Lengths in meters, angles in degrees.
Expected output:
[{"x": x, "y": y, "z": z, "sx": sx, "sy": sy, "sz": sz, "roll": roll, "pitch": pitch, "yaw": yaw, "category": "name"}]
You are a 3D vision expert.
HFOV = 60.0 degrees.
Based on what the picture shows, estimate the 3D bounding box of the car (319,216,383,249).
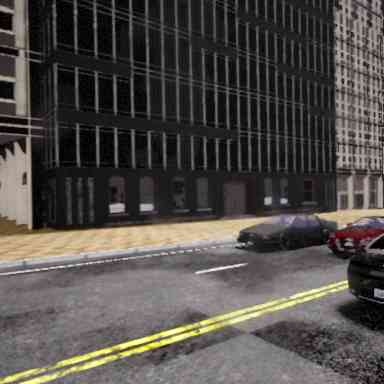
[{"x": 7.108, "y": 1.644, "z": 12.767, "sx": 4.181, "sy": 1.385, "sz": 1.994, "roll": 0, "pitch": -1, "yaw": -36, "category": "car"}]

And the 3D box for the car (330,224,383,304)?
[{"x": 5.310, "y": 1.544, "z": 7.242, "sx": 4.892, "sy": 1.490, "sz": 1.837, "roll": 0, "pitch": -1, "yaw": -36, "category": "car"}]

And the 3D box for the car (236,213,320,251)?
[{"x": 4.494, "y": 1.665, "z": 14.897, "sx": 5.357, "sy": 1.411, "sz": 2.033, "roll": 0, "pitch": -1, "yaw": -36, "category": "car"}]
